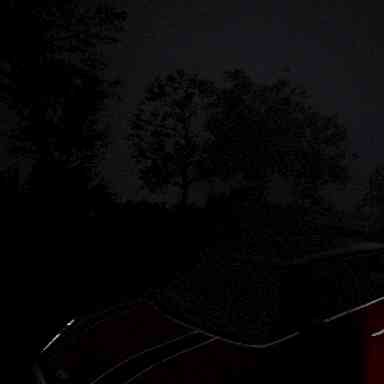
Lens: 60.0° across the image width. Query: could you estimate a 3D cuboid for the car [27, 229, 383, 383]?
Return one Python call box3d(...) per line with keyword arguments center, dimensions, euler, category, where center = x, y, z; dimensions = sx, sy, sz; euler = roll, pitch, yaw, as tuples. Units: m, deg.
box3d(center=(0.726, 1.369, 3.603), dimensions=(4.553, 1.767, 2.097), euler=(0, 0, -36), category="car")
